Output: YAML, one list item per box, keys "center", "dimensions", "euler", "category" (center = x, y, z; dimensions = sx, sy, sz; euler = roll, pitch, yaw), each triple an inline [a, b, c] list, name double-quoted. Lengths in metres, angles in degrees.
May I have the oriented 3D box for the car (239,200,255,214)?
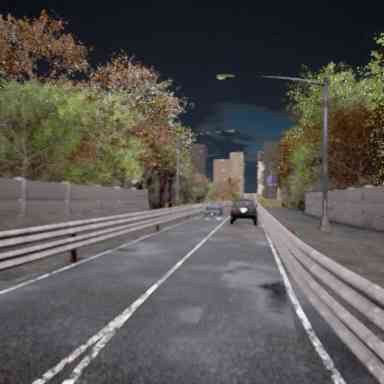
- center: [7.608, 2.003, 46.454]
  dimensions: [2.097, 1.767, 4.553]
  euler: [1, -1, 9]
  category: "car"

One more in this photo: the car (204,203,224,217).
- center: [2.557, 2.009, 37.670]
  dimensions: [2.033, 1.411, 5.357]
  euler: [0, -1, 10]
  category: "car"

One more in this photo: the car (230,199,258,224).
- center: [4.461, 1.596, 28.623]
  dimensions: [2.150, 2.045, 5.566]
  euler: [0, 0, 10]
  category: "car"
